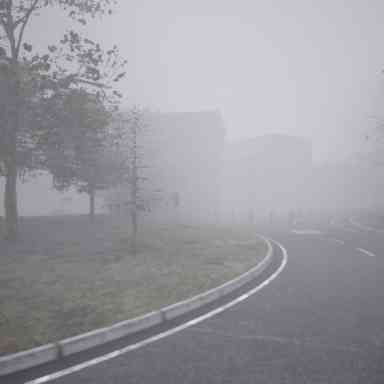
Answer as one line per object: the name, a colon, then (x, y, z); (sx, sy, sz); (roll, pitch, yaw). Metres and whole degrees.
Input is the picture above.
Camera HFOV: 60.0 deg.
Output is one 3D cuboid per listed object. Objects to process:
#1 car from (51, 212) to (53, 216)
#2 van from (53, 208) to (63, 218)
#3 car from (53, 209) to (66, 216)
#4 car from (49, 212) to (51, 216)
car: (-28.536, 4.668, 71.573); (2.163, 1.488, 4.792); (0, -5, -25)
van: (-30.884, 4.854, 76.673); (1.878, 1.987, 4.442); (0, -5, -25)
car: (-26.229, 4.247, 66.602); (2.002, 1.452, 4.674); (2, -5, -25)
car: (-35.431, 5.978, 86.553); (2.002, 1.452, 4.674); (0, -5, -25)
